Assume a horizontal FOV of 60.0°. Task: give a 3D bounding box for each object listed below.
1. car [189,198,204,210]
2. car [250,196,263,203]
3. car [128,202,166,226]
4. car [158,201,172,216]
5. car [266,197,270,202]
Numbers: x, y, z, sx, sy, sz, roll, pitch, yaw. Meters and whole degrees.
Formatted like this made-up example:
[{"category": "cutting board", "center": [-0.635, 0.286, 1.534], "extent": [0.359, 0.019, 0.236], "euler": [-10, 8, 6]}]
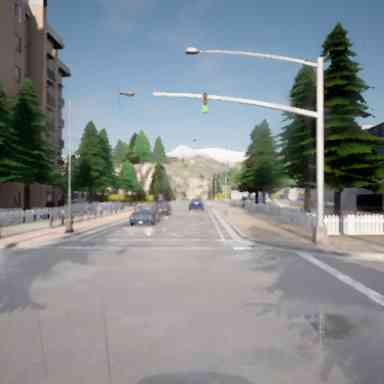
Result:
[{"category": "car", "center": [0.639, 1.706, 48.082], "extent": [2.097, 1.767, 4.553], "euler": [0, 0, 1]}, {"category": "car", "center": [15.348, 1.928, 77.306], "extent": [1.845, 1.501, 3.633], "euler": [0, 0, 2]}, {"category": "car", "center": [-3.517, 1.752, 25.934], "extent": [2.033, 1.411, 5.357], "euler": [0, 0, 2]}, {"category": "car", "center": [-3.251, 1.764, 36.015], "extent": [2.128, 1.511, 4.902], "euler": [0, 0, 2]}, {"category": "car", "center": [18.589, 1.988, 84.616], "extent": [1.970, 1.475, 3.806], "euler": [0, 0, 2]}]
